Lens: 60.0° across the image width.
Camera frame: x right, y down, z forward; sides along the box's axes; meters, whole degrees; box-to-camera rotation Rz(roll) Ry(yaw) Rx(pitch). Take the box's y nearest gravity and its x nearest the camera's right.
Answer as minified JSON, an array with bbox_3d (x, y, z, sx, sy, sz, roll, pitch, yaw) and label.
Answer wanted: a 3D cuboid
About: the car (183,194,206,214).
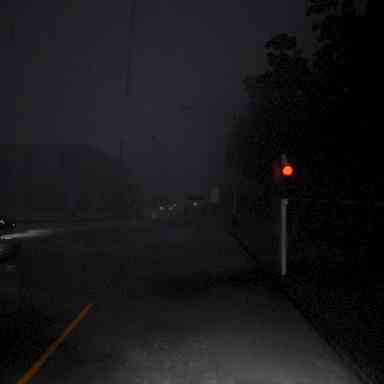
[{"bbox_3d":[0.240,1.221,34.985,2.150,2.045,5.566,0,0,-2],"label":"car"}]

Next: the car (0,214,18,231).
[{"bbox_3d":[-12.053,1.526,18.254,4.674,1.442,1.812,0,0,2],"label":"car"}]

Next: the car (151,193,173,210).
[{"bbox_3d":[-4.076,1.221,43.916,2.150,2.045,5.566,0,0,0],"label":"car"}]

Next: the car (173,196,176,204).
[{"bbox_3d":[-4.062,1.505,53.834,1.837,1.490,4.892,0,0,0],"label":"car"}]
